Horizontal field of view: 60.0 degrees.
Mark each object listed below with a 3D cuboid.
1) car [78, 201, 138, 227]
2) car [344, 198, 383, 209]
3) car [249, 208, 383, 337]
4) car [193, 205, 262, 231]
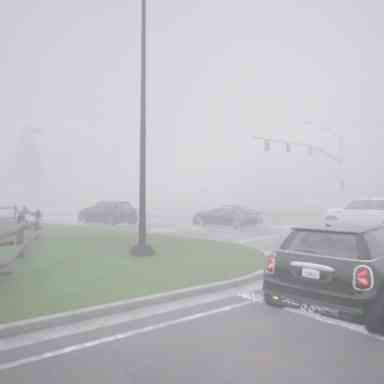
[{"bbox_3d":[-6.051,1.408,23.728,4.553,1.767,2.097,0,0,36],"label":"car"},{"bbox_3d":[10.011,1.341,18.525,2.150,2.045,5.566,2,-1,-32],"label":"car"},{"bbox_3d":[3.423,1.395,7.112,2.097,1.767,4.553,0,0,43],"label":"car"},{"bbox_3d":[2.244,1.583,21.618,4.902,1.511,2.128,0,0,40],"label":"car"}]
